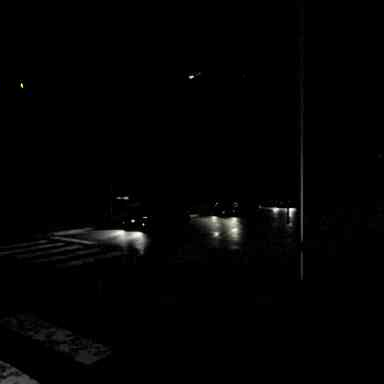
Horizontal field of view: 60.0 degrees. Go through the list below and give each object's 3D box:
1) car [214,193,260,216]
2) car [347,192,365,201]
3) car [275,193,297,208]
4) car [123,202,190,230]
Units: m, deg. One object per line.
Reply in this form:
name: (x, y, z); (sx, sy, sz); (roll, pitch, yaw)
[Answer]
car: (3.649, 0.913, 26.584); (2.097, 1.767, 4.553); (0, 1, 36)
car: (25.360, 0.620, 51.399); (1.994, 1.385, 4.181); (0, 1, 36)
car: (10.602, 0.872, 36.268); (1.837, 1.490, 4.892); (0, 1, 36)
car: (-1.905, 1.285, 18.825); (1.994, 1.385, 4.181); (0, 1, 35)
